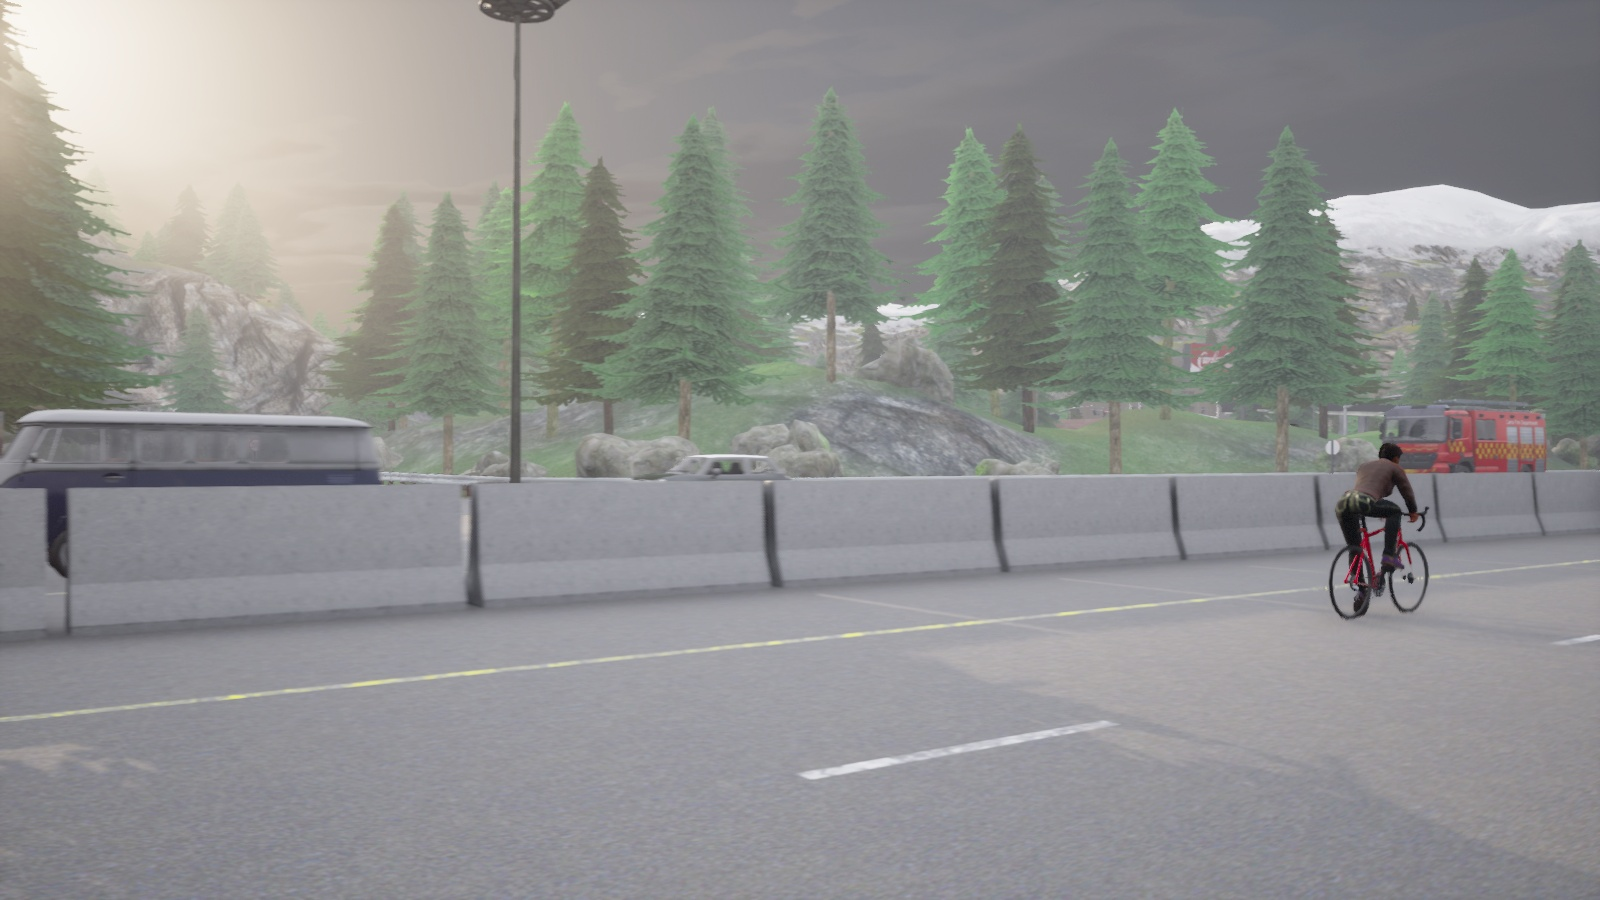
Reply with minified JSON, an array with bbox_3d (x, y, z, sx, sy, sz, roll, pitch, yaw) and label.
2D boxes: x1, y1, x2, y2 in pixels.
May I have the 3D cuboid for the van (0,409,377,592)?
[{"bbox_3d":[-7.693,0.556,15.362,4.442,1.987,1.775,0,0,-35],"label":"van"}]

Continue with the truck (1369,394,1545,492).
[{"bbox_3d":[27.618,-0.268,52.626,8.468,3.827,2.891,0,0,-35],"label":"truck"}]

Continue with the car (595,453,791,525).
[{"bbox_3d":[-2.331,0.804,27.618,3.806,1.475,1.970,0,0,-35],"label":"car"}]

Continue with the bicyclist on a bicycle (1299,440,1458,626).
[{"bbox_3d":[5.394,0.732,11.675,1.656,1.620,0.582,1,-1,-35],"label":"bicyclist on a bicycle"}]
